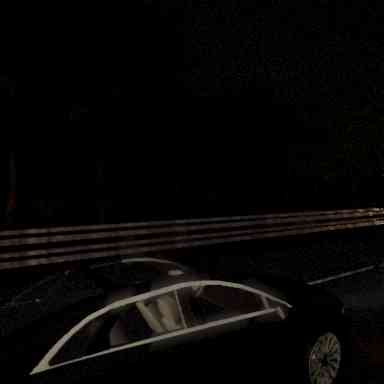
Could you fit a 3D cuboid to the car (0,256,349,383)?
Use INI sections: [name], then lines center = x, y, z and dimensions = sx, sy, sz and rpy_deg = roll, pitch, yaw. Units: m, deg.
[car]
center = -0.243, 1.485, 3.570
dimensions = 4.902, 1.511, 2.128
rpy_deg = 0, 0, -36
